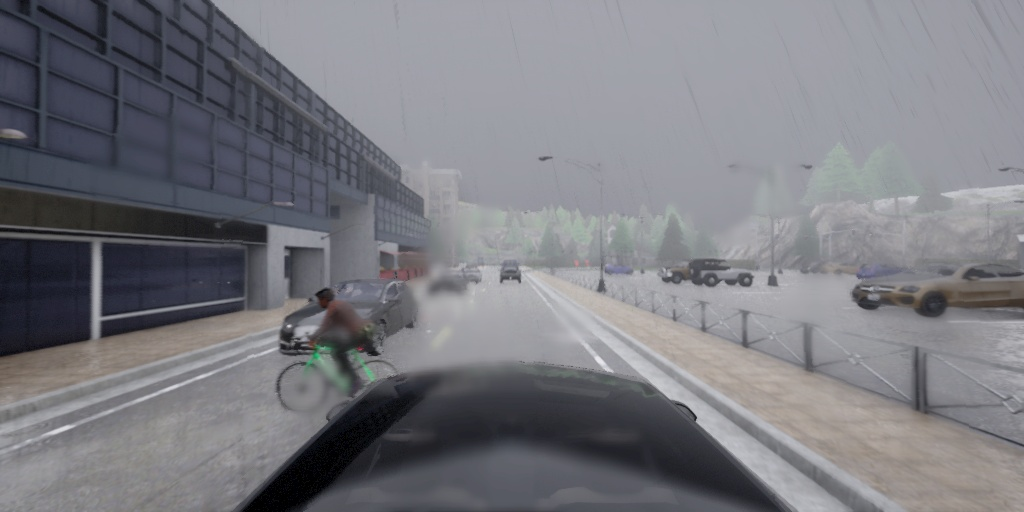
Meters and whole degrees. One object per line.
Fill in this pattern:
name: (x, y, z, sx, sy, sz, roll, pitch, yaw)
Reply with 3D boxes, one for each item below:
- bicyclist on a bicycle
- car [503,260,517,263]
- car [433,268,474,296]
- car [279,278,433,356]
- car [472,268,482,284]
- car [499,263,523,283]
bicyclist on a bicycle: (-2.255, 1.238, 4.671, 1.656, 1.620, 0.582, -2, -1, 0)
car: (-0.205, 1.485, 45.575, 2.150, 2.045, 5.566, 0, -1, 0)
car: (-3.625, 1.581, 21.324, 1.895, 1.301, 4.718, 0, -1, 0)
car: (-3.635, 1.326, 8.947, 2.128, 1.511, 4.902, 0, -1, 0)
car: (-3.700, 1.697, 31.277, 1.895, 1.301, 4.718, 0, -1, 0)
car: (-0.116, 1.613, 32.326, 1.837, 1.490, 4.892, 0, -1, 0)
